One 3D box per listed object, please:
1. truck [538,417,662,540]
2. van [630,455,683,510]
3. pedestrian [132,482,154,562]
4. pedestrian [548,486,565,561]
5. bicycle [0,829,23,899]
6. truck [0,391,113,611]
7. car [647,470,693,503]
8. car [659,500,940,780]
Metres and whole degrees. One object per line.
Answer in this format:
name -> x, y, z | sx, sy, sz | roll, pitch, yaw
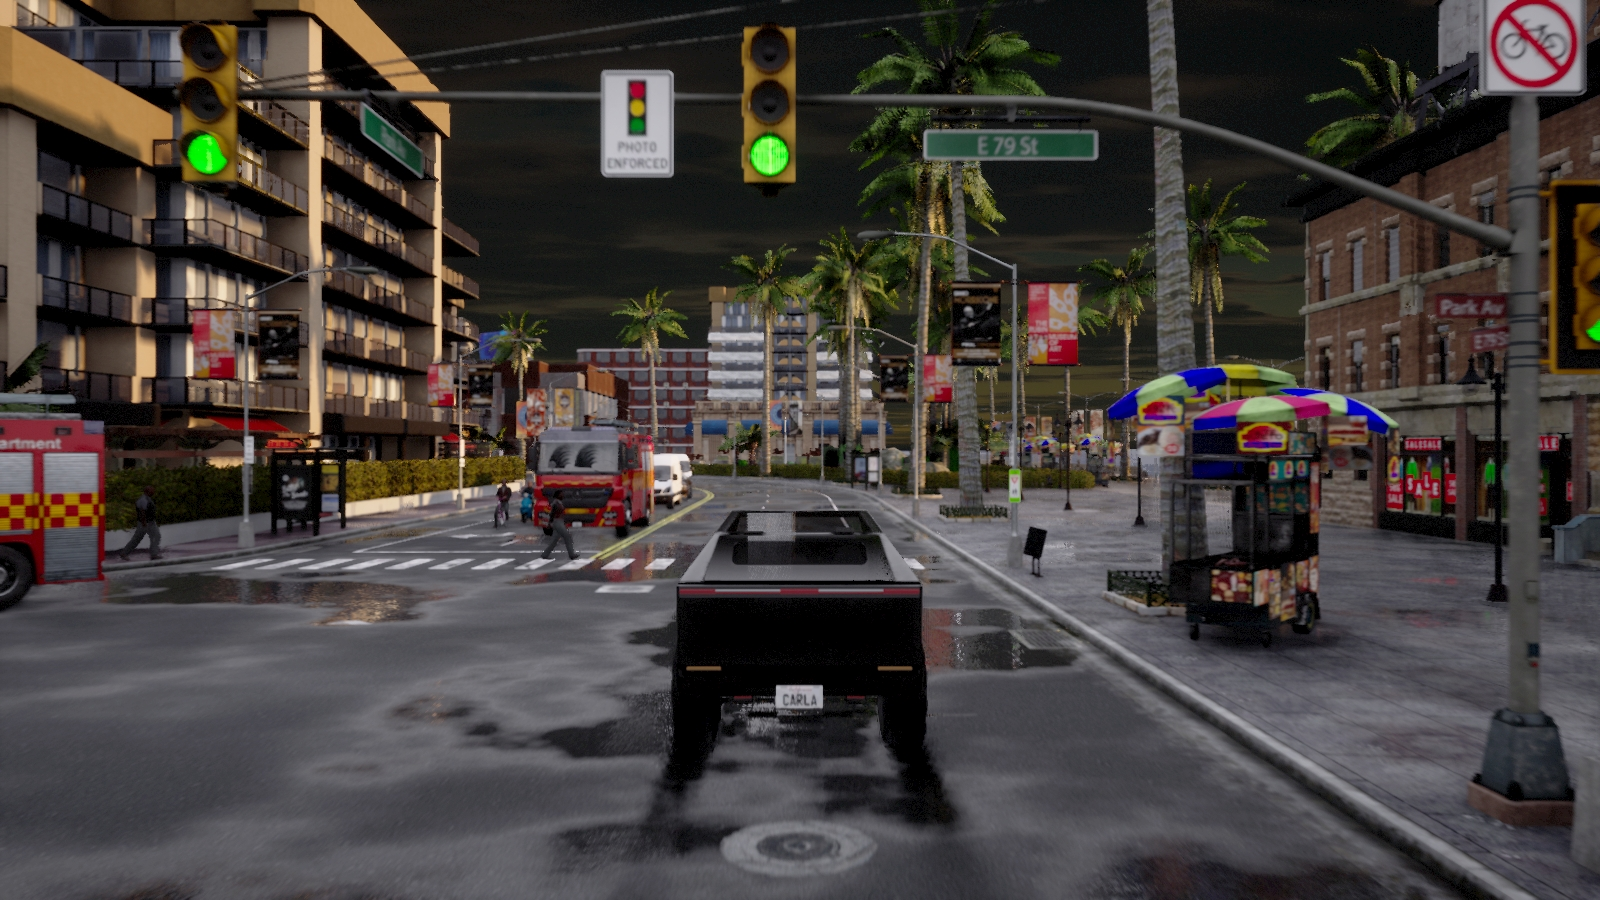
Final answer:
truck -> -6.769, 0.891, 39.979 | 2.891, 3.827, 8.468 | 0, 0, 0
van -> -7.069, 1.536, 56.806 | 1.988, 2.561, 5.915 | 0, 0, -1
pedestrian -> -15.585, 1.699, 27.105 | 0.375, 1.860, 0.375 | 0, 0, -16
pedestrian -> -6.120, 1.850, 28.741 | 0.375, 1.860, 0.375 | 0, 0, -5
bicycle -> -3.488, 2.210, 3.975 | 0.329, 1.171, 1.835 | 0, 0, 0
truck -> -16.711, 0.891, 19.155 | 8.468, 3.827, 2.891 | 0, 0, -44
car -> -7.199, 1.993, 63.843 | 2.152, 1.651, 5.027 | 0, 0, -2
car -> -0.006, 1.754, 12.849 | 2.390, 2.098, 6.274 | 0, 0, 0
